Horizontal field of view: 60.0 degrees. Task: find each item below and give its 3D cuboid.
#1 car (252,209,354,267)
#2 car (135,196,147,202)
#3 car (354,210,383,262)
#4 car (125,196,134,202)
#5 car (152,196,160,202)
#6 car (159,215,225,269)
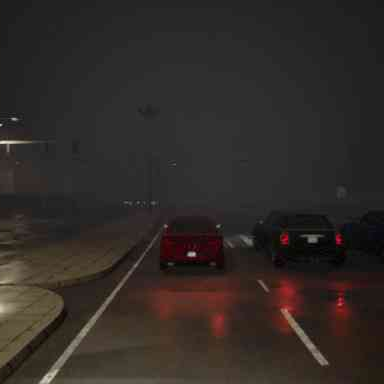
[{"bbox_3d":[3.499,1.411,11.771,2.097,1.767,4.553,0,0,0],"label":"car"},{"bbox_3d":[-12.862,1.888,87.364,1.882,1.535,5.008,0,0,0],"label":"car"},{"bbox_3d":[6.999,1.411,11.771,2.097,1.767,4.553,0,0,0],"label":"car"},{"bbox_3d":[-16.362,1.935,87.361,2.128,1.511,4.902,0,0,0],"label":"car"},{"bbox_3d":[-9.362,1.935,87.367,2.128,1.511,4.902,0,0,0],"label":"car"},{"bbox_3d":[-0.001,1.532,11.340,1.882,1.535,5.008,0,-1,0],"label":"car"}]
